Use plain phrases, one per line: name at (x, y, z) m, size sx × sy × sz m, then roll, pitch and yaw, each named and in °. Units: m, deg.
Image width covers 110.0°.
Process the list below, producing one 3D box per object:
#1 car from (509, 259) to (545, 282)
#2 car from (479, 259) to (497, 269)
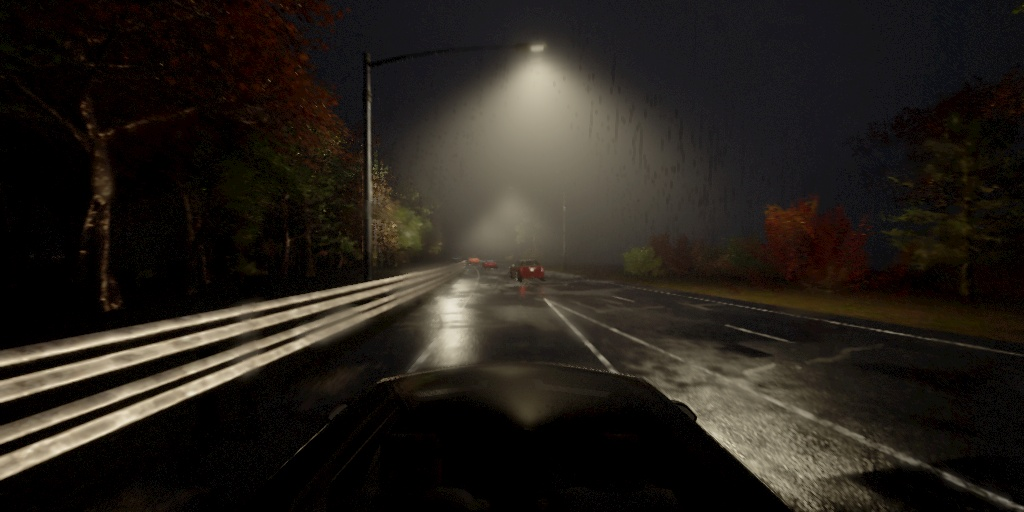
car at (1.112, 1.057, 28.521) m, size 2.097 × 1.767 × 4.553 m, roll 0°, pitch 0°, yaw -10°
car at (-3.399, 1.183, 53.623) m, size 1.994 × 1.385 × 4.181 m, roll 0°, pitch 0°, yaw -10°
